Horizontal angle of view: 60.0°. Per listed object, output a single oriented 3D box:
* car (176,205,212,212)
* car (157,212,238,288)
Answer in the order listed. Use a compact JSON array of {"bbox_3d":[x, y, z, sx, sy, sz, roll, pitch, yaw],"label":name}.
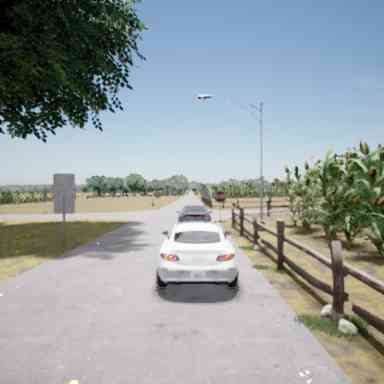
[{"bbox_3d":[0.147,1.497,19.257,1.837,1.490,4.892,0,0,0],"label":"car"},{"bbox_3d":[0.124,1.508,9.048,1.812,1.442,4.674,0,0,0],"label":"car"}]
